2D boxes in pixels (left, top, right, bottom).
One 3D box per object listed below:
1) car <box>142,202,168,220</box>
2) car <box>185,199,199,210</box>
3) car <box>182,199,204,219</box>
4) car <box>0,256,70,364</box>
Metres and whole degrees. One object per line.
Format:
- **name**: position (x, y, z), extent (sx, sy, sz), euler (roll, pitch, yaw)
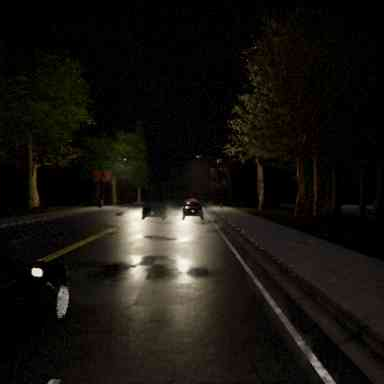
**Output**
- **car**: position (-3.165, 1.566, 28.990), extent (1.882, 1.535, 5.008), euler (0, 0, 0)
- **car**: position (-0.019, 1.764, 48.922), extent (1.882, 1.535, 5.008), euler (0, -1, 0)
- **car**: position (0.072, 1.644, 30.046), extent (2.033, 1.411, 5.357), euler (0, 0, 0)
- **car**: position (-3.152, 1.474, 4.109), extent (1.882, 1.535, 5.008), euler (0, 0, 0)
